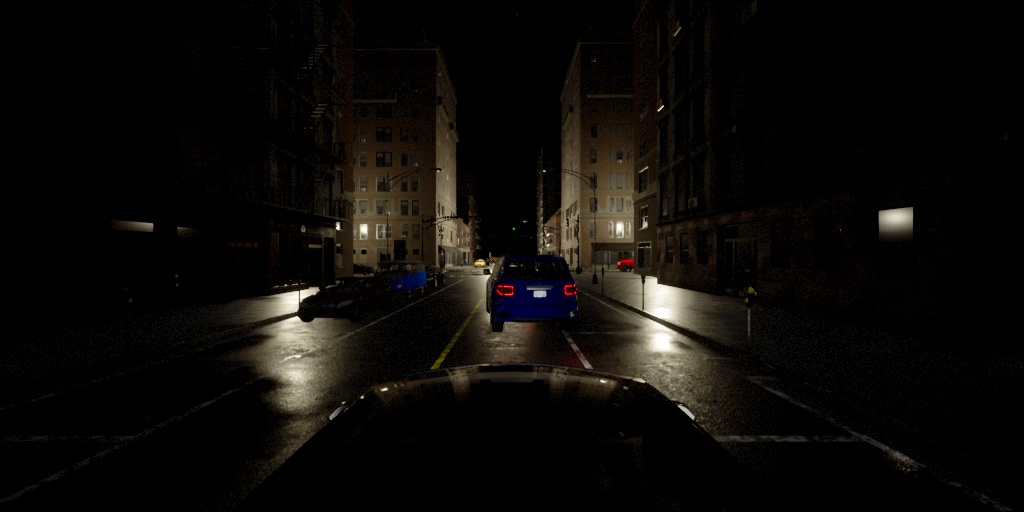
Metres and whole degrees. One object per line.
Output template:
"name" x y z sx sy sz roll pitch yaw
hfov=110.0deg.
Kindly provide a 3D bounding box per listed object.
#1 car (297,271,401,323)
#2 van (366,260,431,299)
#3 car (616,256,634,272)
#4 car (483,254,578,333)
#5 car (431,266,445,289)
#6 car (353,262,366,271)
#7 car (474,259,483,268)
"car" -5.393 1.332 12.124 1.802 1.307 4.207 0 0 0
"van" -5.391 1.091 17.531 1.690 1.789 3.998 0 0 0
"car" 15.336 0.880 42.985 5.566 2.045 2.150 0 0 0
"car" 0.360 0.972 10.968 2.150 2.045 5.566 0 0 -6
"car" -5.389 1.301 22.937 2.007 1.370 4.403 0 0 0
"car" -17.588 1.405 39.986 4.181 1.385 1.994 0 0 0
"car" -5.384 1.277 60.730 1.751 1.417 4.829 0 0 0
